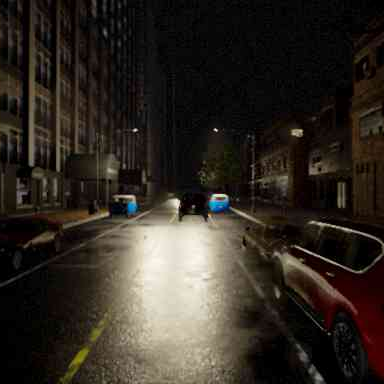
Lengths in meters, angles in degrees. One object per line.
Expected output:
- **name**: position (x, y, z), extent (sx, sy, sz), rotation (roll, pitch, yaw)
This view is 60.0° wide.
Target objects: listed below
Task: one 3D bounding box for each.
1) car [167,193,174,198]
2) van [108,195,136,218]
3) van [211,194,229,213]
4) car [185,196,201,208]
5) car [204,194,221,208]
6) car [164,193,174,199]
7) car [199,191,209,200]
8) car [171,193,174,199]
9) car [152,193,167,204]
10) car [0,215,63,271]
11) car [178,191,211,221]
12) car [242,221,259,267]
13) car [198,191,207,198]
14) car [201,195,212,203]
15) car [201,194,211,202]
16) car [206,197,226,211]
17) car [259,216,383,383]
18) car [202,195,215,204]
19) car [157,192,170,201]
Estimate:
- **car**: position (-5.690, 0.922, 88.195), extent (1.752, 1.417, 4.829), rotation (1, 0, 0)
- **van**: position (-5.680, 1.175, 27.358), extent (1.690, 1.788, 3.998), rotation (1, 0, 0)
- **van**: position (2.700, 1.138, 32.906), extent (1.690, 1.788, 3.998), rotation (1, 0, 0)
- **car**: position (0.094, 1.263, 44.900), extent (2.033, 1.411, 5.357), rotation (0, 0, 0)
- **car**: position (2.697, 1.162, 43.999), extent (1.967, 1.590, 4.097), rotation (1, 0, 0)
- **car**: position (-5.690, 1.004, 82.821), extent (1.947, 1.339, 4.313), rotation (1, 0, 0)
- **car**: position (2.695, 0.796, 77.275), extent (2.192, 1.841, 5.009), rotation (1, 0, 0)
- **car**: position (-5.688, 1.008, 77.102), extent (1.752, 1.417, 4.829), rotation (1, 0, 0)
- **car**: position (-5.686, 1.227, 55.090), extent (1.802, 1.307, 4.206), rotation (1, 0, 0)
- **car**: position (-5.681, 1.482, 10.720), extent (1.887, 1.381, 4.507), rotation (1, 0, 0)
- **car**: position (0.098, 1.067, 25.806), extent (2.150, 2.045, 5.566), rotation (0, 1, 0)
- **car**: position (2.700, 1.462, 10.892), extent (1.752, 1.417, 4.829), rotation (1, 0, 0)
- **car**: position (2.694, 0.711, 88.367), extent (2.192, 1.841, 5.009), rotation (1, 0, 0)
- **car**: position (2.693, 1.187, 60.639), extent (1.802, 1.307, 4.206), rotation (1, 0, 0)
- **car**: position (2.694, 1.088, 66.354), extent (1.752, 1.417, 4.829), rotation (1, 0, 0)
- **car**: position (2.696, 1.326, 38.454), extent (1.947, 1.339, 4.313), rotation (1, 0, 0)
- **car**: position (2.703, 1.285, 5.174), extent (2.192, 1.841, 5.009), rotation (1, 0, 0)
- **car**: position (2.695, 1.189, 55.093), extent (1.887, 1.381, 4.507), rotation (1, 0, 0)
- **car**: position (-5.683, 0.920, 60.634), extent (2.192, 1.841, 5.009), rotation (1, 0, 0)
